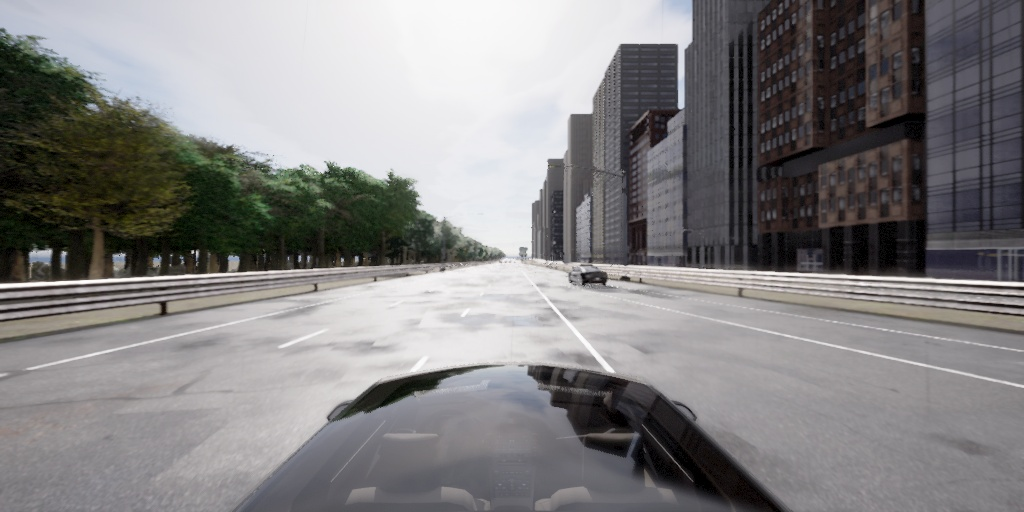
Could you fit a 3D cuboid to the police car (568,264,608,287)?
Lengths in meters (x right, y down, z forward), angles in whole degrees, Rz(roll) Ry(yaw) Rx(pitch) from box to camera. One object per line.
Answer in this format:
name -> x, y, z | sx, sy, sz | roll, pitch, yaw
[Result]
police car -> 5.834, 1.475, 28.392 | 1.930, 1.638, 5.238 | 0, -1, -8
